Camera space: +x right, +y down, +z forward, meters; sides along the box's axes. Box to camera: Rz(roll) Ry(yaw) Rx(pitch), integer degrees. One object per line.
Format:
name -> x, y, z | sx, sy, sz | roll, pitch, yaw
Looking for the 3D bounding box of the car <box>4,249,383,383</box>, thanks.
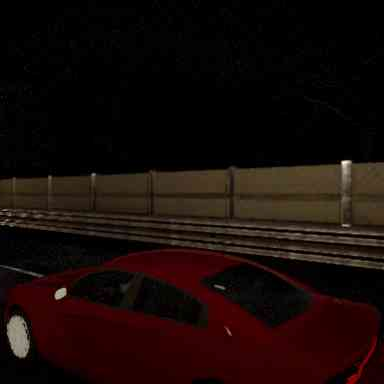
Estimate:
car -> -0.423, 1.478, 4.169 | 5.008, 1.535, 1.882 | 0, 0, 35
